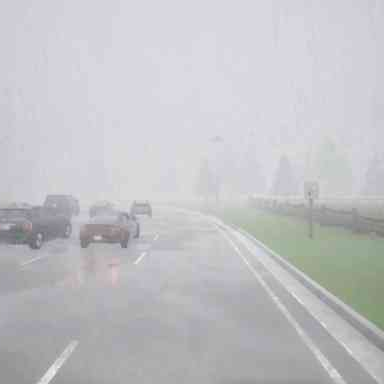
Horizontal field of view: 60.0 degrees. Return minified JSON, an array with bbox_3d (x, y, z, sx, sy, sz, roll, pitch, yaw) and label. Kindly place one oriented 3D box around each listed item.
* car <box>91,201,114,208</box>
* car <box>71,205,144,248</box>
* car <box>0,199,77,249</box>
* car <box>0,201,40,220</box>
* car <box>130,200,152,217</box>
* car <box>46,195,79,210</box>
[{"bbox_3d":[-8.194,1.534,30.412,1.812,1.442,4.674,0,0,-9],"label":"car"},{"bbox_3d":[-3.500,1.534,14.650,1.812,1.442,4.674,0,0,0],"label":"car"},{"bbox_3d":[-7.000,1.367,14.620,2.097,1.767,4.553,0,0,0],"label":"car"},{"bbox_3d":[-15.108,1.573,29.317,1.994,1.385,4.181,0,0,-9],"label":"car"},{"bbox_3d":[-4.737,1.496,30.959,2.128,1.511,4.902,0,0,-9],"label":"car"},{"bbox_3d":[-11.656,1.258,29.894,2.150,2.045,5.566,0,0,-9],"label":"car"}]
